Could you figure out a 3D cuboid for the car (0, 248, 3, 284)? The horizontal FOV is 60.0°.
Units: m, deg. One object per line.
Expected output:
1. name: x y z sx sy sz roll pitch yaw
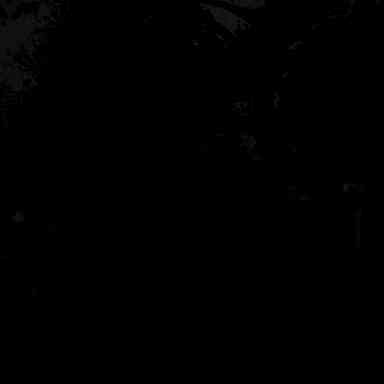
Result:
1. car: -6.764 1.493 9.443 2.097 1.767 4.553 3 -1 -35
